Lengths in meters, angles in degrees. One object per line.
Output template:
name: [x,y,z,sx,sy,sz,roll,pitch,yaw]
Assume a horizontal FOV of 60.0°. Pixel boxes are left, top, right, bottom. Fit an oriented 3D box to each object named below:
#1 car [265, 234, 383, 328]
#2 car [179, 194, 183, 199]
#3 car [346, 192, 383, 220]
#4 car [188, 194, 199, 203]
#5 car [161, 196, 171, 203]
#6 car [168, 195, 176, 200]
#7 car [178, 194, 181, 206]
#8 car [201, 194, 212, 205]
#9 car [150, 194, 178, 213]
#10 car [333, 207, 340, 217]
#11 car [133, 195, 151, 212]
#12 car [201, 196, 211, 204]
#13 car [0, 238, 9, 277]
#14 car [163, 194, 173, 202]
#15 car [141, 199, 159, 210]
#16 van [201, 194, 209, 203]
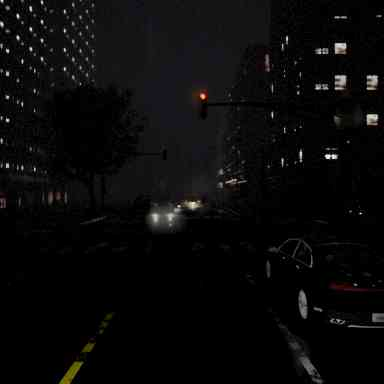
car: [2.699,1.551,6.908,2.008,1.369,4.403,0,0,0]
car: [-3.003,1.565,57.681,1.812,1.442,4.674,0,0,1]
car: [14.065,1.015,23.726,5.566,2.045,2.150,0,0,-1]
car: [0.094,1.580,69.036,1.812,1.442,4.674,0,0,0]
car: [-5.592,1.626,72.445,1.947,1.339,4.313,0,0,0]
car: [-5.561,1.653,94.536,2.008,1.369,4.403,0,0,0]
car: [-3.030,1.506,47.370,1.882,1.535,5.008,0,0,0]
car: [2.774,1.610,61.387,1.947,1.339,4.313,0,0,0]
car: [-3.048,1.370,37.042,2.097,1.767,4.553,0,0,0]
car: [13.462,1.350,26.299,4.403,1.369,2.008,-1,1,0]
car: [-5.637,1.336,39.308,2.192,1.841,5.009,0,0,0]
car: [2.782,1.577,67.080,1.752,1.417,4.829,0,0,0]
car: [-5.681,1.545,6.919,1.887,1.381,4.507,0,0,0]
car: [-5.584,1.385,77.967,2.192,1.841,5.009,0,0,0]
car: [-5.630,1.592,44.831,1.947,1.339,4.313,0,0,0]
van: [2.789,1.401,72.434,1.690,1.788,3.998,0,0,0]
